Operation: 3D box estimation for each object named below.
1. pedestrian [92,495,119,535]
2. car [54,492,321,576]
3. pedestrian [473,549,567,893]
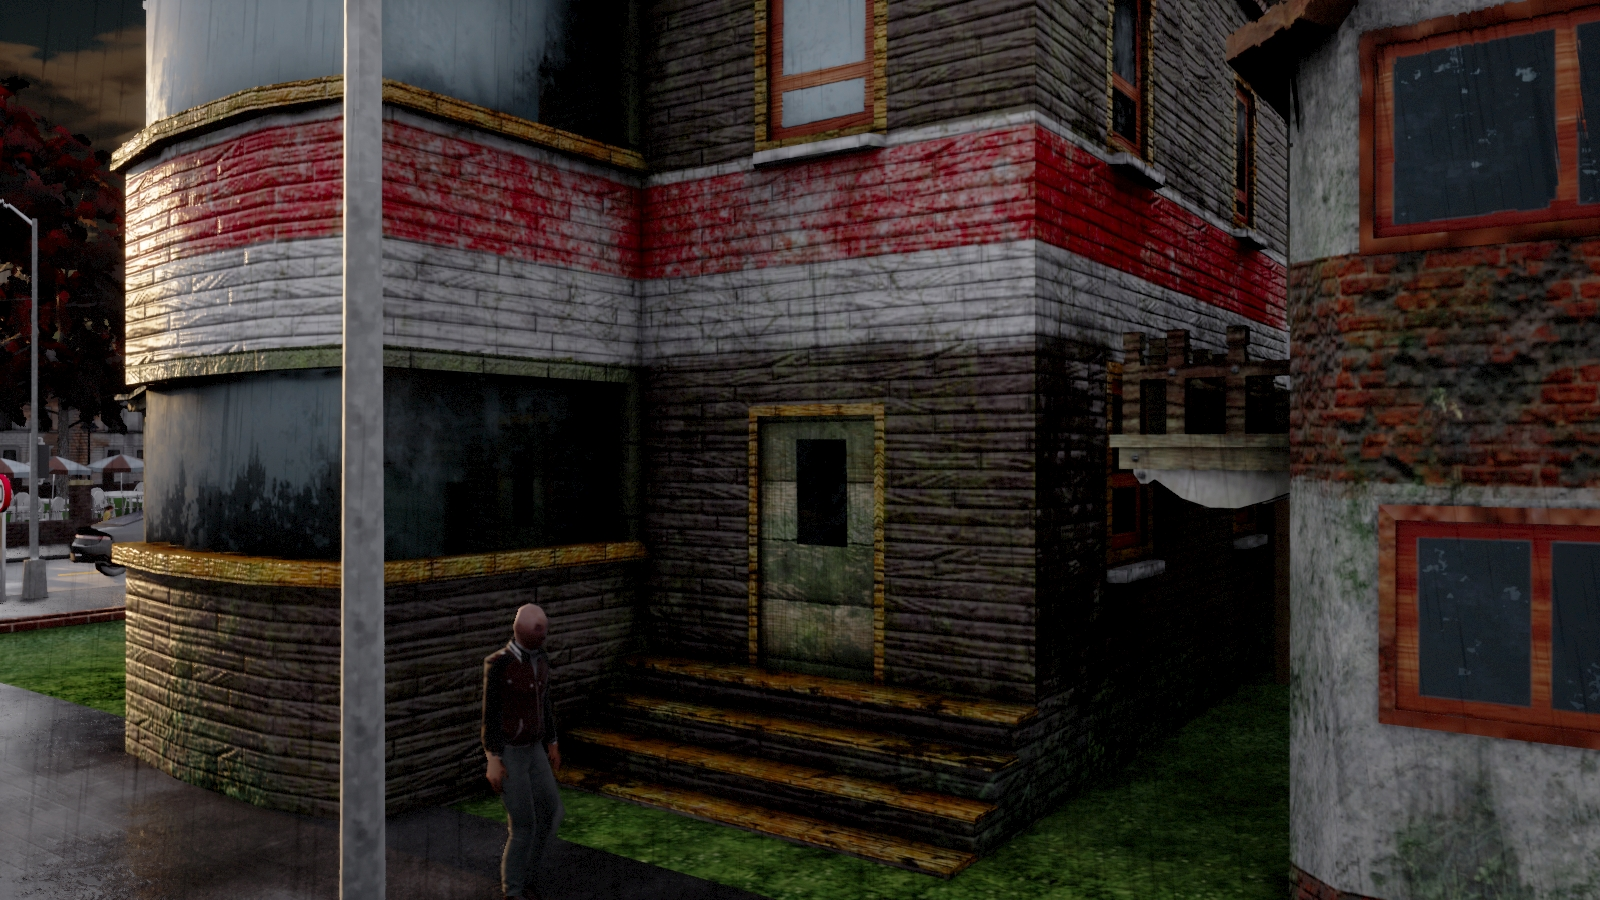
[{"bbox_3d":[-20.144,1.882,33.123,0.500,1.100,0.500,0,0,34],"label":"pedestrian"},{"bbox_3d":[-13.748,1.817,25.958,2.128,1.511,4.902,0,0,34],"label":"car"},{"bbox_3d":[-1.609,1.522,6.578,0.375,1.860,0.375,0,0,24],"label":"pedestrian"}]
